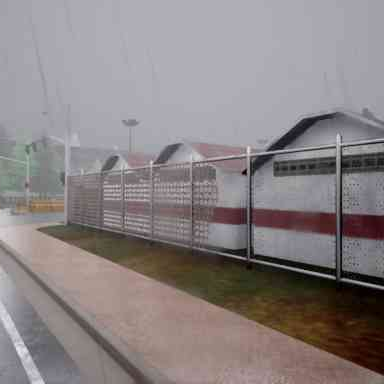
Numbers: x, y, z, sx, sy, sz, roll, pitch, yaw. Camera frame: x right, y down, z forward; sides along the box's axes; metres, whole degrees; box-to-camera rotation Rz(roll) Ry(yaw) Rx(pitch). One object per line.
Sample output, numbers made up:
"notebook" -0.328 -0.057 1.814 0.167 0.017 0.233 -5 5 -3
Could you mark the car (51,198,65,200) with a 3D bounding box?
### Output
"car" -17.132 1.505 42.327 4.892 1.490 1.837 0 0 -38
